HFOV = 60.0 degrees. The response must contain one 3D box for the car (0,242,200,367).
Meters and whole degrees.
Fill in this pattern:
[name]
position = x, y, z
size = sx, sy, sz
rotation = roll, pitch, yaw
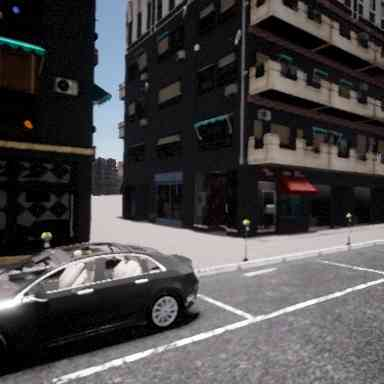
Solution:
[car]
position = -1.911, 1.557, 5.331
size = 4.403, 1.369, 2.008
rotation = 0, 1, -35
